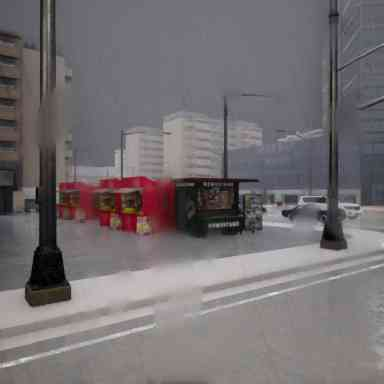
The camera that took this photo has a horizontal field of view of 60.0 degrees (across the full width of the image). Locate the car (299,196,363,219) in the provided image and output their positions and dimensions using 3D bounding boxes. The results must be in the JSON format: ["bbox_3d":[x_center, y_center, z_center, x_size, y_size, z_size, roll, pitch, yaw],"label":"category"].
[{"bbox_3d":[11.977,1.339,29.419,2.150,2.045,5.566,0,-1,-36],"label":"car"}]

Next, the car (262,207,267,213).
[{"bbox_3d":[5.953,1.789,37.708,2.033,1.411,5.357,0,-1,-36],"label":"car"}]

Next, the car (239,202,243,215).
[{"bbox_3d":[3.965,1.769,34.484,2.033,1.411,5.357,0,-1,-37],"label":"car"}]

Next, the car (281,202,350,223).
[{"bbox_3d":[9.649,1.707,26.689,1.895,1.301,4.718,0,-1,-37],"label":"car"}]
